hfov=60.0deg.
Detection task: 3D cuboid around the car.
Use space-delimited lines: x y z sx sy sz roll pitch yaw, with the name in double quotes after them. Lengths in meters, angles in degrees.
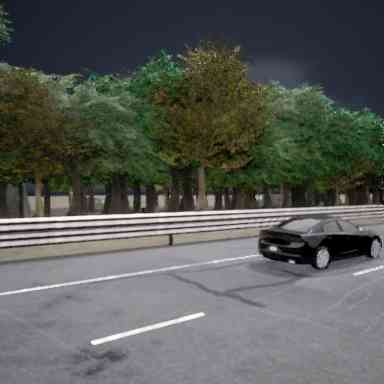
4.392 1.516 11.138 5.008 1.535 1.882 0 0 -35 "car"
